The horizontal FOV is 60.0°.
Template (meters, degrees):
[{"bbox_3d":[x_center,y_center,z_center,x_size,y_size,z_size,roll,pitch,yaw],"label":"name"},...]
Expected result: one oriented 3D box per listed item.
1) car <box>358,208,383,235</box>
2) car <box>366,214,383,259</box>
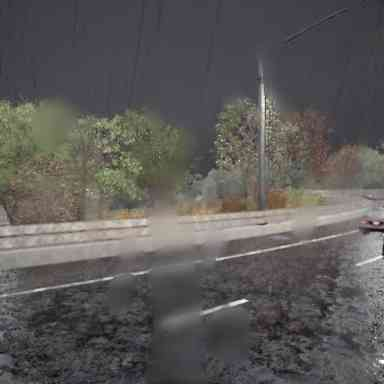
[{"bbox_3d":[10.736,1.572,18.086,2.033,1.411,5.357,0,0,44],"label":"car"},{"bbox_3d":[7.486,1.501,10.152,4.902,1.511,2.128,0,0,-41],"label":"car"}]
